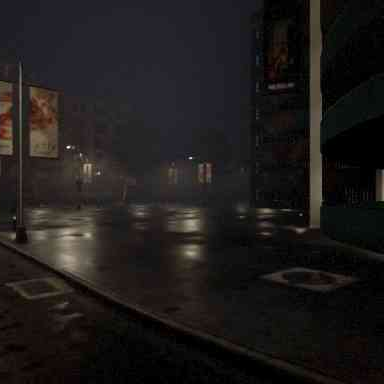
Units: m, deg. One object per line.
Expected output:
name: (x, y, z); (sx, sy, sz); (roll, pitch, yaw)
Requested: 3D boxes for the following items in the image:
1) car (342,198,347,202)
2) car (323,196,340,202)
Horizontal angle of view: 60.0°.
car: (22.171, 1.413, 51.038); (4.786, 1.482, 2.161); (0, 0, -41)
car: (15.615, 1.320, 39.957); (4.674, 1.452, 2.002); (0, 0, -41)
